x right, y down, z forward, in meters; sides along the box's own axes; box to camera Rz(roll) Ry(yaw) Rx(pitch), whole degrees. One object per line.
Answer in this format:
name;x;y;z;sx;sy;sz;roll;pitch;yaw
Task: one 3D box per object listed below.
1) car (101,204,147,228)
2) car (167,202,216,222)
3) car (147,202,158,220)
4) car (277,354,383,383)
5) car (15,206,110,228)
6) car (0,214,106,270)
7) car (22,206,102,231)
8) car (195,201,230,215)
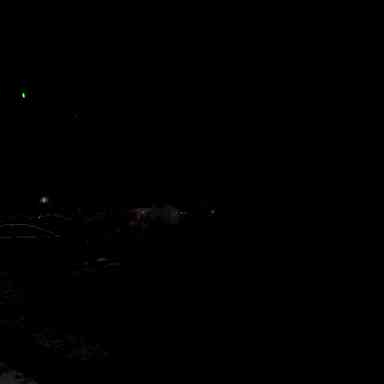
car;-5.328;1.632;21.139;1.812;1.442;4.674;1;0;35
car;0.023;1.677;28.706;2.128;1.511;4.902;1;0;35
car;-3.406;1.653;29.486;1.812;1.442;4.674;1;0;35
car;2.408;1.545;1.243;4.507;1.381;1.887;0;1;35
car;-6.180;1.595;13.976;2.128;1.511;4.902;1;0;35
car;-5.255;1.563;9.663;2.128;1.511;4.902;1;-2;35
car;-8.542;1.652;22.229;1.895;1.301;4.718;1;0;35
car;2.348;1.777;37.596;1.994;1.385;4.181;1;0;36
